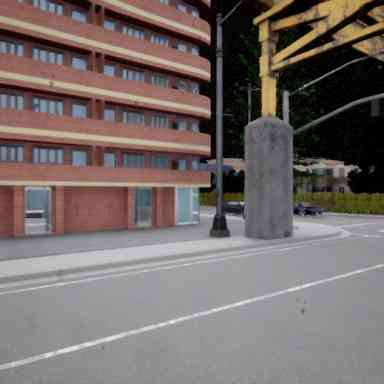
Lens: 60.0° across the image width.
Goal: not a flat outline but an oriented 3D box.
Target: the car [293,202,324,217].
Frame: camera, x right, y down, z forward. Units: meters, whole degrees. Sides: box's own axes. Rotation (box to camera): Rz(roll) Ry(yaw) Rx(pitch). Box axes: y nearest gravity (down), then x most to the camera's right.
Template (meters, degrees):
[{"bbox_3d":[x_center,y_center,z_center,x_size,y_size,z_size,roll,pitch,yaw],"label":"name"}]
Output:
[{"bbox_3d":[9.651,1.583,30.888,1.895,1.301,4.718,0,0,-36],"label":"car"}]

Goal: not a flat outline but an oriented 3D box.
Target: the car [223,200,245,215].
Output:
[{"bbox_3d":[4.628,1.511,31.582,1.812,1.442,4.674,0,0,-36],"label":"car"}]
